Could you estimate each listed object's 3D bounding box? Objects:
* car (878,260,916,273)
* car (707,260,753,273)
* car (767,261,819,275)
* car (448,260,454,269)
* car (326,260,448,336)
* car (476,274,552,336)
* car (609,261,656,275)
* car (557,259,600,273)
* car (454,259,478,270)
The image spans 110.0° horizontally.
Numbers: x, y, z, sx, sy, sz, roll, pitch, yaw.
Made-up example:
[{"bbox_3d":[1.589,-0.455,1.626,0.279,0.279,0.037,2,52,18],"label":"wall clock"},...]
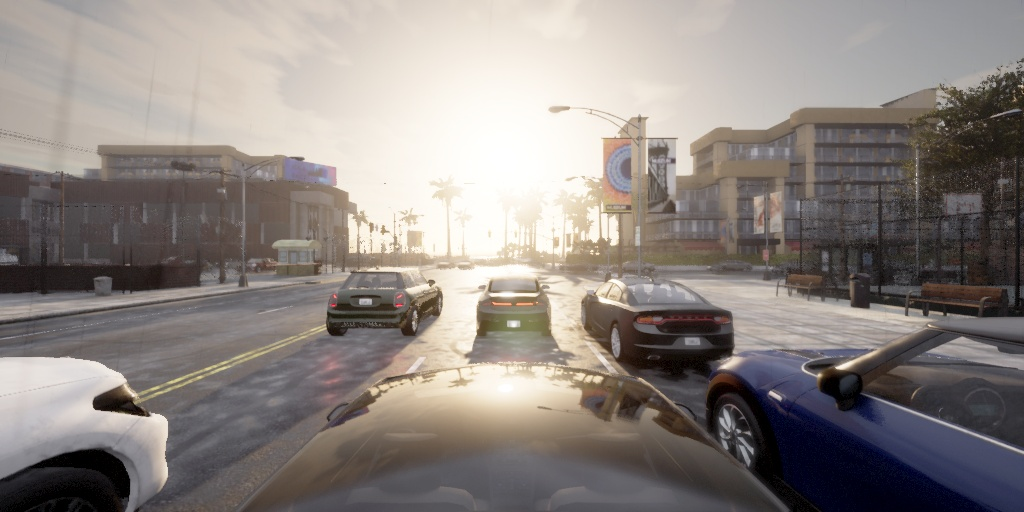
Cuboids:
[{"bbox_3d":[45.072,1.251,42.611,4.902,1.511,2.128,0,0,-1],"label":"car"},{"bbox_3d":[25.777,1.241,42.525,4.902,1.511,2.128,0,0,0],"label":"car"},{"bbox_3d":[30.609,1.241,39.064,4.902,1.511,2.128,0,0,0],"label":"car"},{"bbox_3d":[-10.271,1.297,56.533,2.033,1.411,5.357,0,0,4],"label":"car"},{"bbox_3d":[-3.441,1.102,10.594,2.097,1.767,4.553,0,0,0],"label":"car"},{"bbox_3d":[0.057,1.255,10.348,1.837,1.490,4.892,0,0,0],"label":"car"},{"bbox_3d":[13.045,1.242,39.047,4.902,1.511,2.128,0,0,2],"label":"car"},{"bbox_3d":[8.198,1.351,43.681,4.718,1.301,1.895,0,0,19],"label":"car"},{"bbox_3d":[-6.918,1.297,54.179,2.033,1.411,5.357,0,0,2],"label":"car"}]
